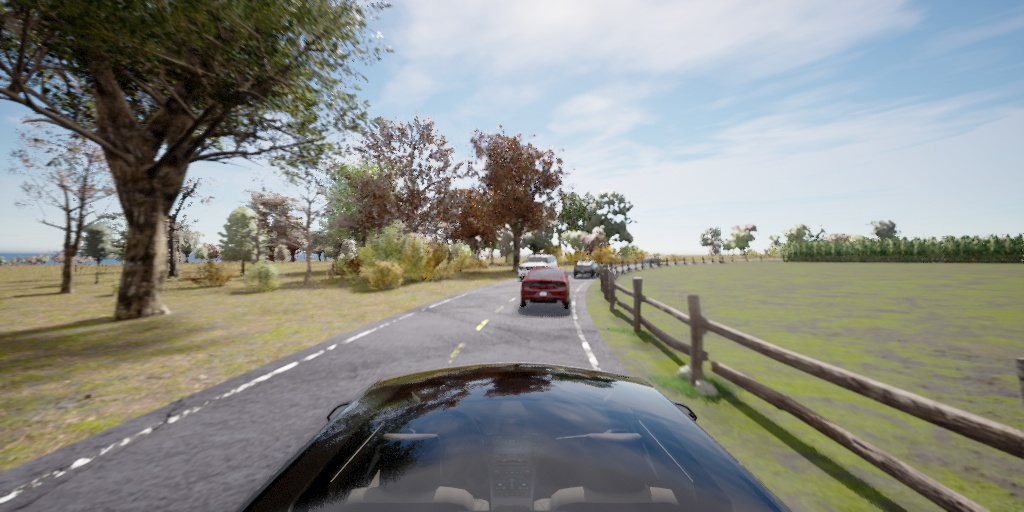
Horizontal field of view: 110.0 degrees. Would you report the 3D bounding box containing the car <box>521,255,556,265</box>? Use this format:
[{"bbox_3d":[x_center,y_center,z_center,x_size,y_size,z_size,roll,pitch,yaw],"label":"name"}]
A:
[{"bbox_3d":[2.271,0.925,29.892,2.150,2.045,5.566,0,0,20],"label":"car"}]

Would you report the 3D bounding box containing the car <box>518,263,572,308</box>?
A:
[{"bbox_3d":[1.536,1.237,15.560,1.882,1.535,5.008,0,0,9],"label":"car"}]

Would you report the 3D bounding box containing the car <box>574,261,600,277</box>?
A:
[{"bbox_3d":[7.217,1.177,34.307,2.128,1.511,4.902,0,0,23],"label":"car"}]
